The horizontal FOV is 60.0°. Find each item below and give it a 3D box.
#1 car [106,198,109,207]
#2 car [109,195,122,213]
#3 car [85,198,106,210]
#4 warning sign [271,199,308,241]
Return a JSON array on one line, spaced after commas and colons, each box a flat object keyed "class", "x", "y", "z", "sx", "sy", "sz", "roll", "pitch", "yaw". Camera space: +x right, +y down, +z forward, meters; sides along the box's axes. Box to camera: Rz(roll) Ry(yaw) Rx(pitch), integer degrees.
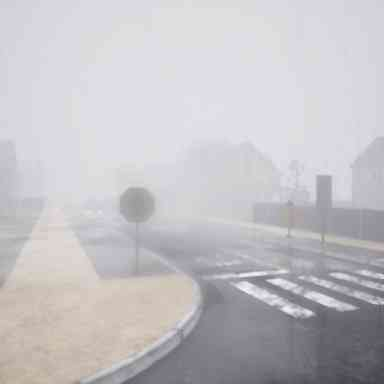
[{"class": "car", "x": -13.331, "y": 1.732, "z": 52.072, "sx": 1.882, "sy": 1.535, "sz": 5.008, "roll": 1, "pitch": -1, "yaw": -23}, {"class": "car", "x": -7.927, "y": 1.406, "z": 39.197, "sx": 2.150, "sy": 2.045, "sz": 5.566, "roll": 1, "pitch": 0, "yaw": -22}, {"class": "car", "x": -13.196, "y": 1.665, "z": 44.581, "sx": 1.837, "sy": 1.490, "sz": 4.892, "roll": 1, "pitch": -1, "yaw": -22}, {"class": "warning sign", "x": 4.602, "y": 1.282, "z": 15.769, "sx": 1.300, "sy": 1.860, "sz": 1.060, "roll": 1, "pitch": -1, "yaw": -23}]
